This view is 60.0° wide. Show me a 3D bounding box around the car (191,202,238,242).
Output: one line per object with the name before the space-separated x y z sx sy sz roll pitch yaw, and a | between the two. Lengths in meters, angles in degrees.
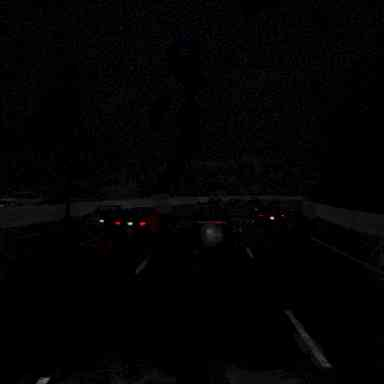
car | 1.042 1.504 16.432 2.128 1.511 4.902 1 0 6

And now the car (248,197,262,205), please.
car | 11.605 1.621 61.066 2.128 1.511 4.902 0 0 22

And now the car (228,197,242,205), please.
car | 7.978 1.654 61.480 1.994 1.385 4.181 1 0 21

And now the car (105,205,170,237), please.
car | -2.552 1.521 17.878 2.033 1.411 5.357 1 0 7

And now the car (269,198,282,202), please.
car | 15.216 1.733 60.554 1.994 1.385 4.181 1 0 22

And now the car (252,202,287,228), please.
car | 5.361 1.624 23.050 1.994 1.385 4.181 1 0 8

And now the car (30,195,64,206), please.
car | -14.316 1.264 34.613 1.837 1.490 4.892 1 0 11

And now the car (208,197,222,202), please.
car | 4.271 1.575 61.622 1.812 1.442 4.674 0 0 21

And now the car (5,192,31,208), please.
car | -17.822 1.023 34.892 2.150 2.045 5.566 1 0 11

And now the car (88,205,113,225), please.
car | -5.417 1.543 23.230 1.895 1.301 4.718 1 0 8
